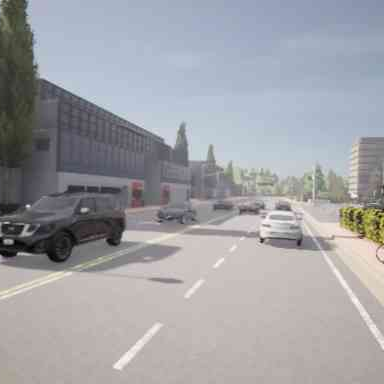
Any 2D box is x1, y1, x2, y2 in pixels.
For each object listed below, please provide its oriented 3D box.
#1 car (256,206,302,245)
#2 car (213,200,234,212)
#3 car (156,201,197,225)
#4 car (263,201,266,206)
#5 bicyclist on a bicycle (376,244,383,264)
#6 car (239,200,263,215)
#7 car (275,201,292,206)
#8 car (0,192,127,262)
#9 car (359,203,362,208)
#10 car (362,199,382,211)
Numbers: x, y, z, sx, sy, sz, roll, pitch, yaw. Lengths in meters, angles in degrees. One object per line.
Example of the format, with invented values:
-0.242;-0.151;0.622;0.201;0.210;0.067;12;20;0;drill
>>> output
4.367;1.644;16.282;1.812;1.442;4.674;2;0;16;car
3.867;1.649;40.865;1.895;1.301;4.718;2;0;16;car
-0.977;1.419;23.825;1.837;1.490;4.892;2;0;16;car
9.679;1.837;48.542;1.895;1.301;4.718;2;0;16;car
6.625;1.471;10.395;1.656;1.620;0.582;-3;-1;16;bicyclist on a bicycle
6.452;1.748;36.888;1.895;1.301;4.718;2;0;16;car
11.144;1.830;40.593;1.812;1.442;4.674;2;0;16;car
-4.316;1.043;11.836;2.150;2.045;5.566;2;0;16;car
29.512;2.076;53.613;4.605;1.855;1.932;2;0;14;car
28.753;2.058;50.819;3.866;1.878;1.905;2;0;14;car
